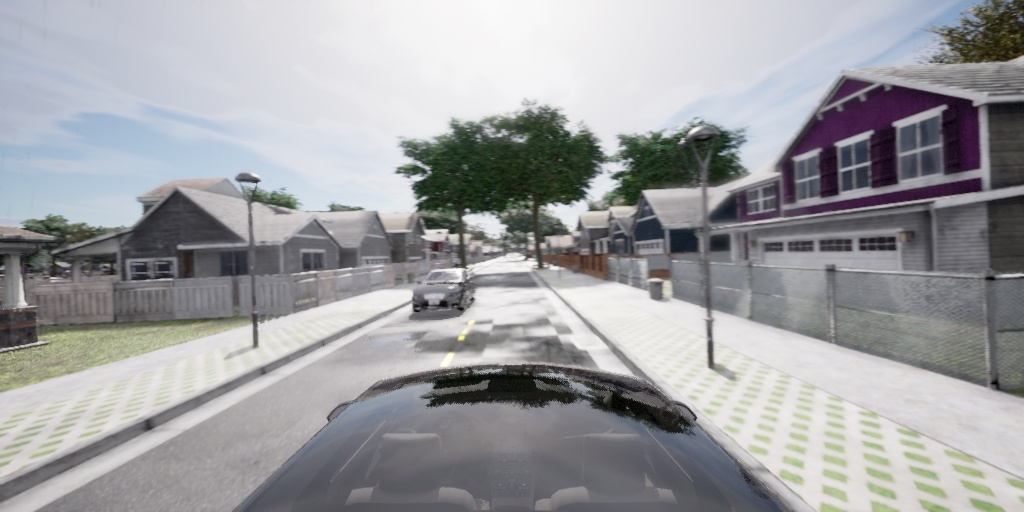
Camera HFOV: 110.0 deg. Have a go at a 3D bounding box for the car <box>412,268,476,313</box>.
[{"bbox_3d":[-2.583,1.262,14.393,2.128,1.511,4.902,-2,0,0],"label":"car"}]
